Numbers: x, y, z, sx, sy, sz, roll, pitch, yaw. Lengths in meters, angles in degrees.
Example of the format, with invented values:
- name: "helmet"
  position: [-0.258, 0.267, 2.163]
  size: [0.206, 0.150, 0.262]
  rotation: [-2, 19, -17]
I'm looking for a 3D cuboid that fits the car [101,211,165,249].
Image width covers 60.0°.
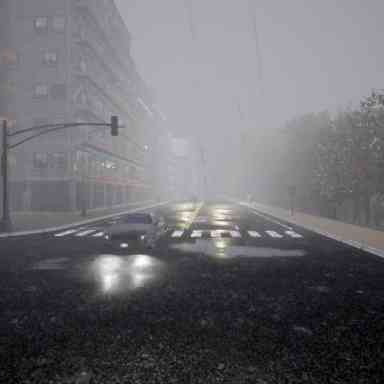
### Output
- name: "car"
  position: [-2.368, 1.573, 14.901]
  size: [2.033, 1.411, 5.357]
  rotation: [0, 0, 3]

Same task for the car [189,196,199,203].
- name: "car"
  position: [0.463, 1.529, 69.150]
  size: [1.837, 1.490, 4.892]
  rotation: [0, 0, 3]
